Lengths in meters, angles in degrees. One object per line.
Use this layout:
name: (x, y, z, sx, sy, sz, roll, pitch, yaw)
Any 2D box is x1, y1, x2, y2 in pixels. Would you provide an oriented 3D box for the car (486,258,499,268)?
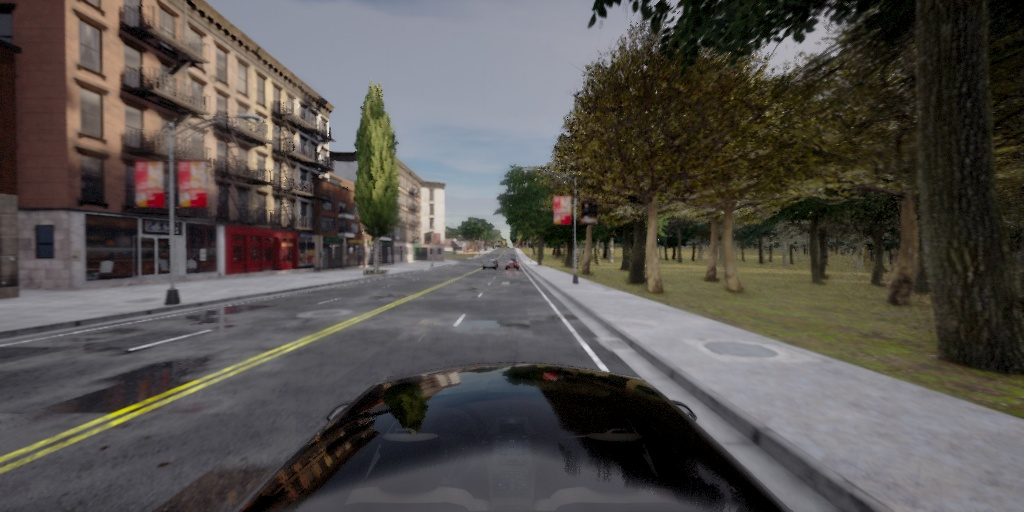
car: (-3.237, 1.169, 60.897, 1.882, 1.535, 5.008, 0, 0, 0)

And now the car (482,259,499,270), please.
car: (-3.239, 1.313, 52.140, 1.994, 1.385, 4.181, 0, 0, 0)

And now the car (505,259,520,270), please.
car: (0.011, 1.277, 51.725, 1.812, 1.442, 4.674, 0, 0, 0)
